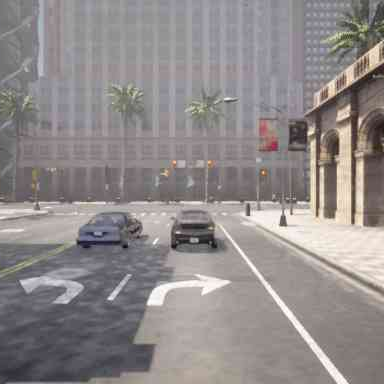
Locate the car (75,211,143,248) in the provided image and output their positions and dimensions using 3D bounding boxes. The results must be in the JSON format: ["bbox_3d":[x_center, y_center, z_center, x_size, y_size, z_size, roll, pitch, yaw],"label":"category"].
[{"bbox_3d":[-3.404,1.562,14.620,2.033,1.411,5.357,0,0,0],"label":"car"}]

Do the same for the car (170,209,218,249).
[{"bbox_3d":[0.096,1.515,14.595,1.837,1.490,4.892,0,0,0],"label":"car"}]
